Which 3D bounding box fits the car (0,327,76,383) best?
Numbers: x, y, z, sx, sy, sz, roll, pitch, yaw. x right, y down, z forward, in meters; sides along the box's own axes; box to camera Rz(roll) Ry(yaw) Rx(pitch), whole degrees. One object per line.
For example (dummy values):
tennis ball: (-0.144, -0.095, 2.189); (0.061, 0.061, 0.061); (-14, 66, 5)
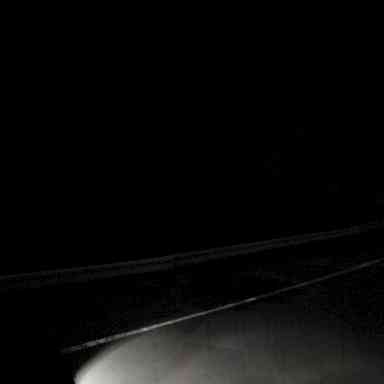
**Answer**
car: (-2.807, 1.566, 1.933); (4.181, 1.385, 1.994); (0, 0, -35)
